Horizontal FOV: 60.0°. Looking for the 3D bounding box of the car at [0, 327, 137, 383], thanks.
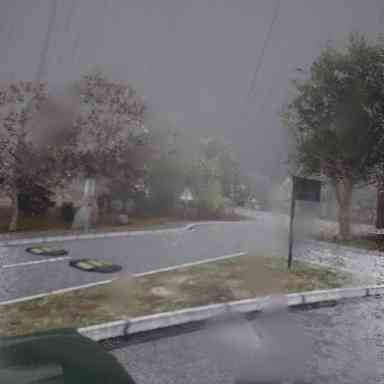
[{"bbox_3d":[-2.441,1.575,1.520,4.718,1.301,1.895,1,0,-37],"label":"car"}]
